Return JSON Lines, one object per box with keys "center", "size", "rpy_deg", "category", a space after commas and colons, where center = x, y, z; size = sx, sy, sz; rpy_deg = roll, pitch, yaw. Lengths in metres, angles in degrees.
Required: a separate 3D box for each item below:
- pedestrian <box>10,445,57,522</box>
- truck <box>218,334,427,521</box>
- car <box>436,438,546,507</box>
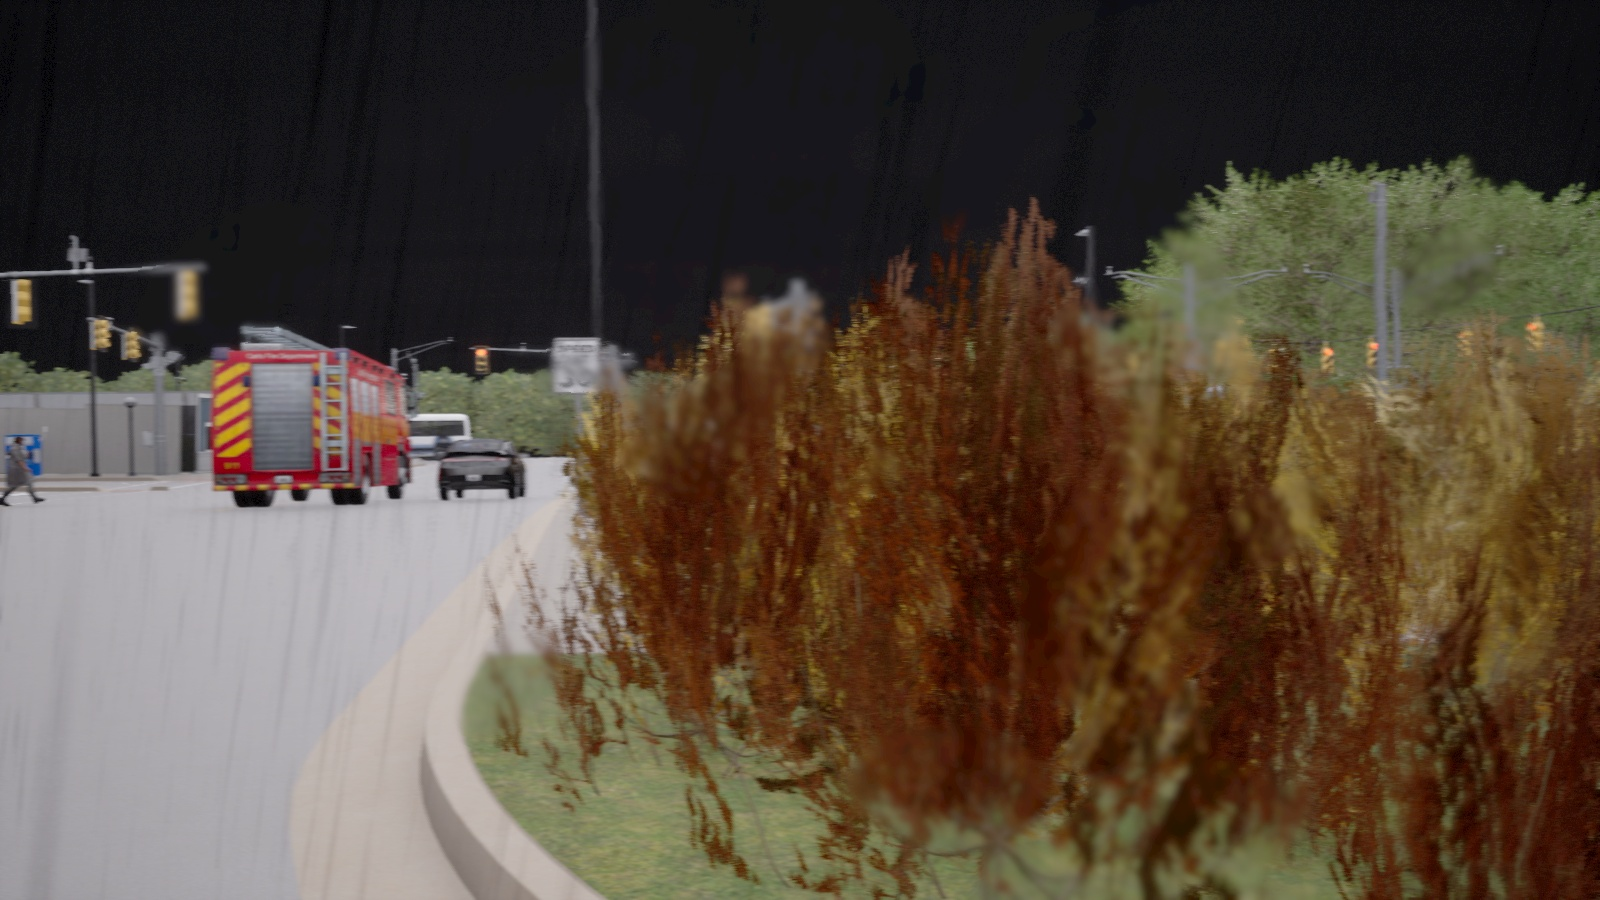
{"center": [-19.860, 0.854, 32.555], "size": [0.873, 1.952, 0.659], "rpy_deg": [-2, 1, -22], "category": "pedestrian"}
{"center": [-11.239, -0.433, 30.504], "size": [2.891, 3.827, 8.468], "rpy_deg": [-2, -1, -9], "category": "truck"}
{"center": [-7.645, 0.565, 31.503], "size": [2.128, 1.511, 4.902], "rpy_deg": [-2, -1, -8], "category": "car"}
